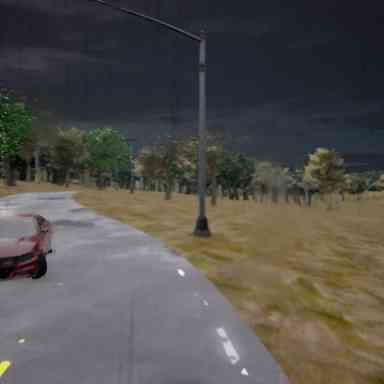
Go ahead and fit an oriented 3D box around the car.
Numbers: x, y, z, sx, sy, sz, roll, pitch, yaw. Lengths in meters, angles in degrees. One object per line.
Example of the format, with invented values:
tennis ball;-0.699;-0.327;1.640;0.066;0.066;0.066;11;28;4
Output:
car;-5.243;1.409;9.770;1.882;1.535;5.008;-1;2;-18
